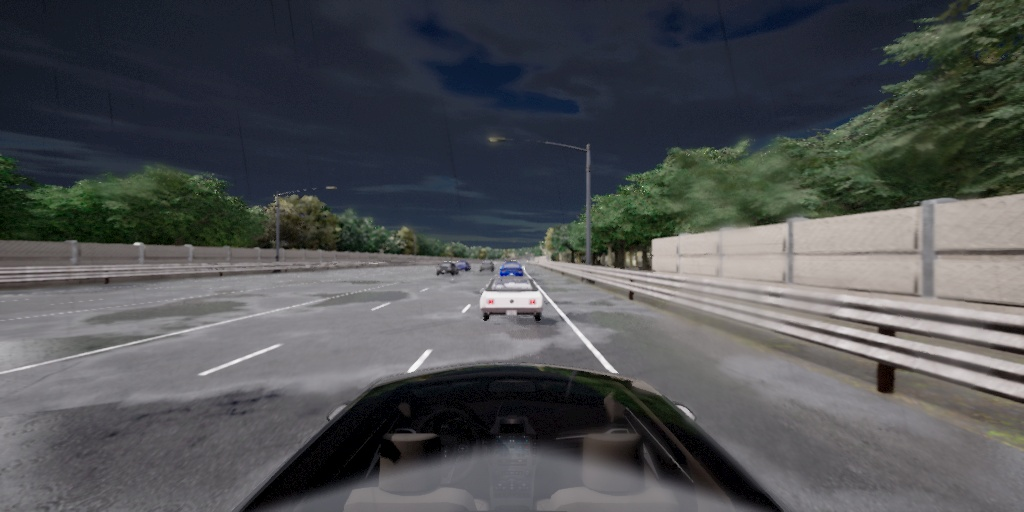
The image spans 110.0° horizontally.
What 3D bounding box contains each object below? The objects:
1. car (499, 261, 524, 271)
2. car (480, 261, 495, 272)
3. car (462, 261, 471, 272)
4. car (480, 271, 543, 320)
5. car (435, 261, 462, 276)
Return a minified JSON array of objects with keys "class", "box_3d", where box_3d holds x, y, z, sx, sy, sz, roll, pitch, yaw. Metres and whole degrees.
[{"class":"car","box_3d":[-0.024,1.293,29.752,1.882,1.535,5.008,0,-1,0]},{"class":"car","box_3d":[-3.415,1.414,50.841,2.128,1.511,4.902,0,0,2]},{"class":"car","box_3d":[-6.922,1.467,50.682,1.812,1.442,4.674,0,0,2]},{"class":"car","box_3d":[-0.009,1.376,12.696,1.895,1.301,4.718,0,0,0]},{"class":"car","box_3d":[-7.033,1.410,39.259,1.812,1.442,4.674,0,0,0]}]
